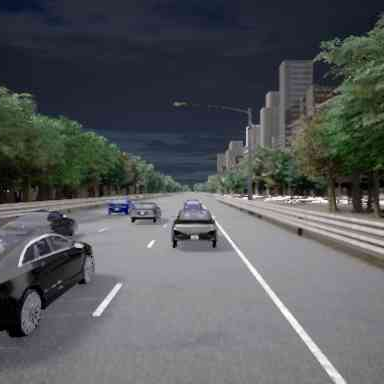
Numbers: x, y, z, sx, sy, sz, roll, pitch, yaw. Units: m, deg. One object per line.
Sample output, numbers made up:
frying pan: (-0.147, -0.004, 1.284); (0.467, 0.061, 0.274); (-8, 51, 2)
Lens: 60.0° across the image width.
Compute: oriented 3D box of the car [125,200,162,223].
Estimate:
car: (-3.399, 1.499, 25.308); (2.033, 1.411, 5.357); (0, 0, 0)

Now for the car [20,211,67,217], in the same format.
car: (-6.902, 1.546, 15.485); (1.994, 1.385, 4.181); (0, 0, 0)

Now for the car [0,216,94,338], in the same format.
car: (-3.399, 1.488, 6.568); (2.128, 1.511, 4.902); (0, 0, 0)

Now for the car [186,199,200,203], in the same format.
car: (0.099, 1.449, 32.451); (1.812, 1.442, 4.674); (0, 0, 0)

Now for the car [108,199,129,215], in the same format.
car: (-6.900, 1.400, 32.982); (1.882, 1.535, 5.008); (0, 0, 0)

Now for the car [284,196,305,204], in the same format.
car: (20.337, 1.526, 65.634); (2.163, 1.488, 4.792); (0, 1, -38)

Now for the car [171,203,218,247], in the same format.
car: (0.100, 1.475, 14.875); (2.128, 1.511, 4.902); (0, 0, 0)
